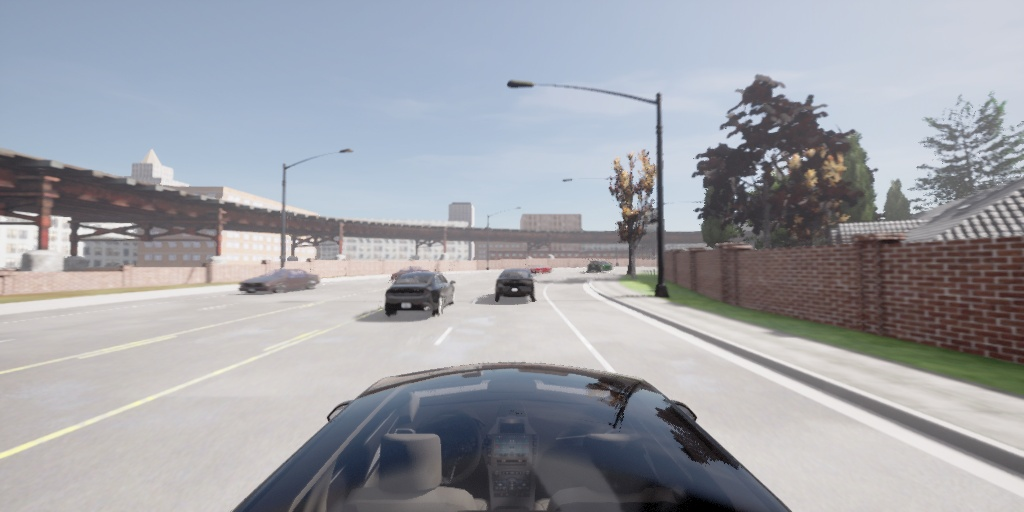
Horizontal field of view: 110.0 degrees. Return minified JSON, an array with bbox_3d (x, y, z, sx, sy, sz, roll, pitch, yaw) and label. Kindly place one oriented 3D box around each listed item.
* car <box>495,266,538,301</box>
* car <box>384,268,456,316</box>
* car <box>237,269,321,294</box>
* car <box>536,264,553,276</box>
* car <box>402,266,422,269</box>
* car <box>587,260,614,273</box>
[{"bbox_3d":[0.258,1.376,18.511,1.882,1.535,5.008,0,0,3],"label":"car"},{"bbox_3d":[-3.387,1.366,13.924,1.837,1.490,4.892,0,-1,0],"label":"car"},{"bbox_3d":[-13.990,1.492,22.066,2.033,1.411,5.357,0,-1,2],"label":"car"},{"bbox_3d":[3.180,1.644,42.721,1.895,1.301,4.718,-1,-1,31],"label":"car"},{"bbox_3d":[-8.754,1.588,31.161,1.994,1.385,4.181,-1,-1,14],"label":"car"},{"bbox_3d":[12.233,1.341,49.402,2.097,1.767,4.553,-1,-1,40],"label":"car"}]
